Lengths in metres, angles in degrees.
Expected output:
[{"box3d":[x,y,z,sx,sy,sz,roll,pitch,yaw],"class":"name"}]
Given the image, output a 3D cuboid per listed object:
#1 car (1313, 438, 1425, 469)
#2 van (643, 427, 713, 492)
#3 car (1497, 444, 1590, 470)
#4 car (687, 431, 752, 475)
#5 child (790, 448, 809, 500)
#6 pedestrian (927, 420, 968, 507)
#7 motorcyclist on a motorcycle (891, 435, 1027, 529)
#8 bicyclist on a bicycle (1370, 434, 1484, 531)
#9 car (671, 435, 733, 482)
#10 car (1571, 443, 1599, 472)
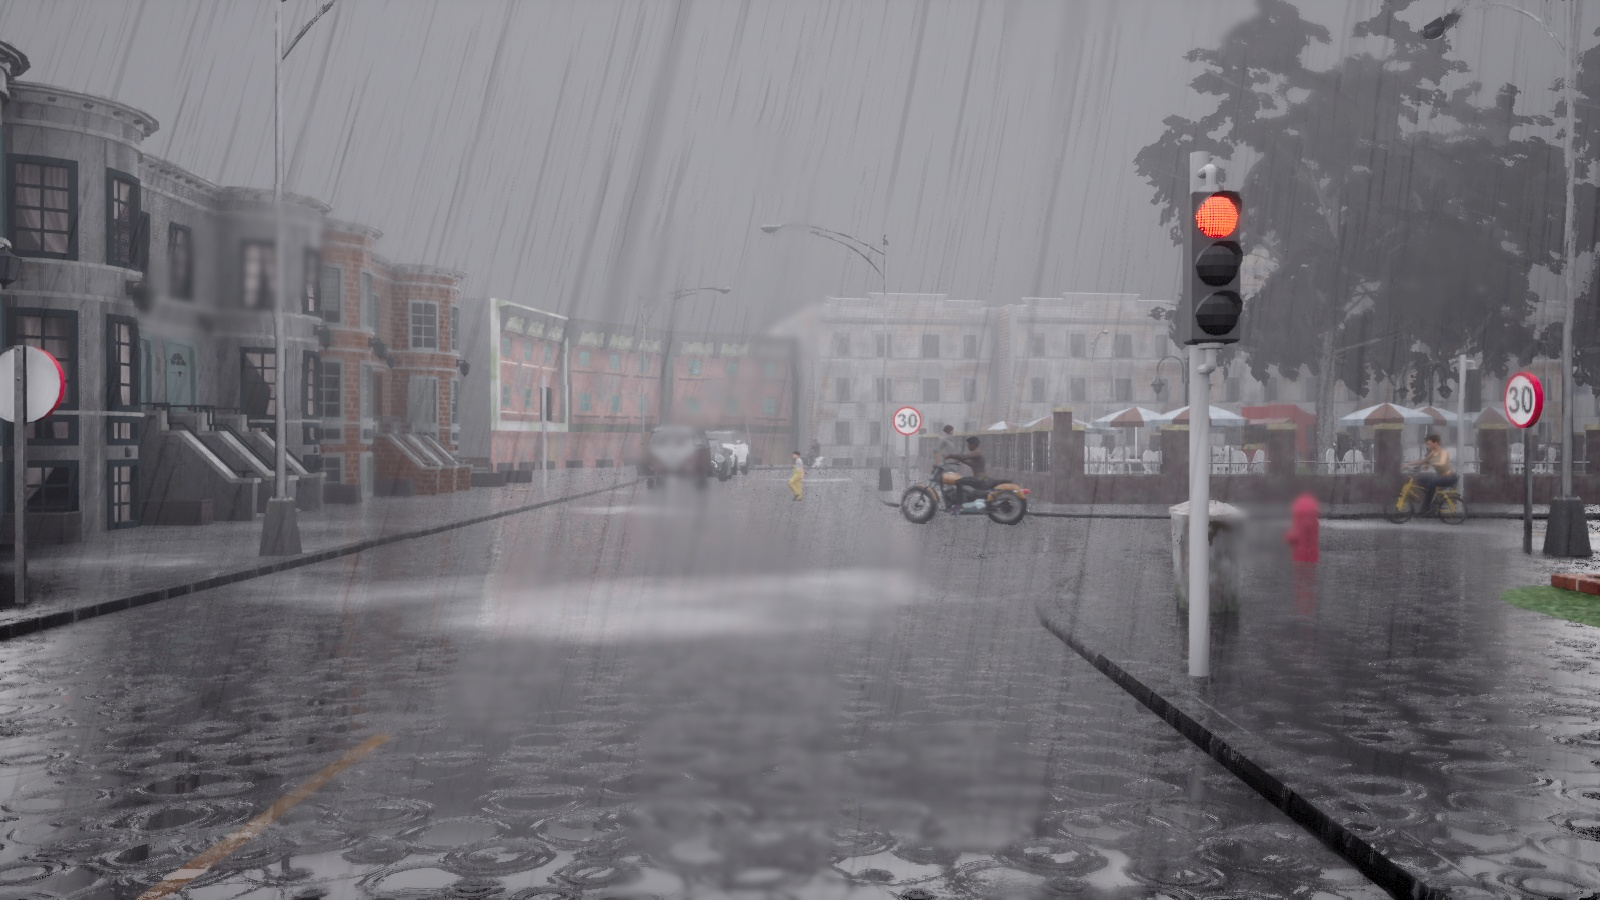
[{"box3d":[30.534,0.169,67.517,5.027,1.651,2.152,0,0,0],"class":"car"},{"box3d":[-3.858,0.268,40.407,1.775,1.987,4.442,0,0,0],"class":"van"},{"box3d":[42.292,0.391,71.499,4.193,1.474,1.816,0,0,0],"class":"car"},{"box3d":[-3.803,0.123,60.332,2.150,2.045,5.566,0,0,7],"class":"car"},{"box3d":[-0.005,0.585,30.814,0.437,1.263,0.270,0,0,-8],"class":"child"},{"box3d":[3.352,0.297,28.475,0.873,1.952,0.659,0,0,10],"class":"pedestrian"},{"box3d":[2.906,0.570,22.910,2.350,1.649,0.766,0,-1,18],"class":"motorcyclist on a motorcycle"},{"box3d":[11.121,0.563,22.306,1.509,1.612,0.866,3,0,1],"class":"bicyclist on a bicycle"},{"box3d":[-3.842,0.321,49.766,2.097,1.767,4.553,0,0,0],"class":"car"},{"box3d":[43.864,0.379,67.496,3.705,1.549,1.789,0,0,0],"class":"car"}]
